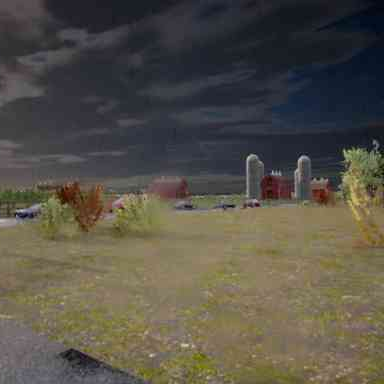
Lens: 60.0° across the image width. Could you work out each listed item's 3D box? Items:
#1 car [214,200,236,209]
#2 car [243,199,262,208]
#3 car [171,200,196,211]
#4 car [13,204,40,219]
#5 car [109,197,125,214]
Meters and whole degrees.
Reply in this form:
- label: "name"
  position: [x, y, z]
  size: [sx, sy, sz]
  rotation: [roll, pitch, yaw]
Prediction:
- label: "car"
  position: [5.497, 2.084, 54.861]
  size: [2.128, 1.511, 4.902]
  rotation: [-1, -1, 36]
- label: "car"
  position: [11.507, 2.060, 63.262]
  size: [2.097, 1.767, 4.553]
  rotation: [-1, -1, 36]
- label: "car"
  position: [-1.212, 2.099, 51.772]
  size: [1.837, 1.490, 4.892]
  rotation: [-1, -2, 36]
- label: "car"
  position: [-14.737, 1.887, 33.085]
  size: [2.033, 1.411, 5.357]
  rotation: [-1, -1, 36]
- label: "car"
  position: [-8.259, 1.683, 42.057]
  size: [2.150, 2.045, 5.566]
  rotation: [-1, -1, 36]
